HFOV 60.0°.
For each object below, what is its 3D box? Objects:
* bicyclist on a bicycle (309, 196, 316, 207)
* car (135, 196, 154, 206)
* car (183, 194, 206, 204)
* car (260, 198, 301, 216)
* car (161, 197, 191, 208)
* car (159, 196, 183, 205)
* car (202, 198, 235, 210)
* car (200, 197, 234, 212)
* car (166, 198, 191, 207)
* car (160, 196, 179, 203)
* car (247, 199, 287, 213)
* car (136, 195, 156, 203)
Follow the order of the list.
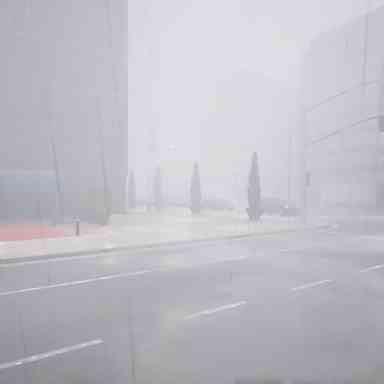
[{"bbox_3d":[16.941,1.301,46.707,1.656,1.620,0.582,0,0,-35],"label":"bicyclist on a bicycle"},{"bbox_3d":[-8.100,1.526,55.676,1.812,1.442,4.674,0,0,-34],"label":"car"},{"bbox_3d":[0.365,1.352,62.186,2.097,1.767,4.553,0,0,-35],"label":"car"},{"bbox_3d":[8.192,1.352,32.161,2.097,1.767,4.553,0,0,-35],"label":"car"},{"bbox_3d":[-2.559,1.547,47.646,2.033,1.411,5.357,0,0,-35],"label":"car"},{"bbox_3d":[-4.062,1.547,62.421,2.033,1.411,5.357,0,0,-35],"label":"car"},{"bbox_3d":[3.515,1.526,45.036,1.812,1.442,4.674,0,0,-35],"label":"car"},{"bbox_3d":[3.001,1.491,39.637,2.128,1.511,4.902,0,0,-35],"label":"car"},{"bbox_3d":[-2.202,1.601,53.280,1.895,1.301,4.718,0,0,-35],"label":"car"},{"bbox_3d":[-4.757,1.601,69.527,1.895,1.301,4.718,0,0,-35],"label":"car"},{"bbox_3d":[8.509,1.564,37.841,1.994,1.385,4.181,0,0,-35],"label":"car"},{"bbox_3d":[-9.772,1.520,70.452,2.128,1.511,4.902,0,0,-35],"label":"car"}]
